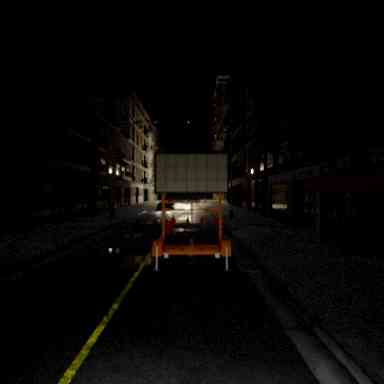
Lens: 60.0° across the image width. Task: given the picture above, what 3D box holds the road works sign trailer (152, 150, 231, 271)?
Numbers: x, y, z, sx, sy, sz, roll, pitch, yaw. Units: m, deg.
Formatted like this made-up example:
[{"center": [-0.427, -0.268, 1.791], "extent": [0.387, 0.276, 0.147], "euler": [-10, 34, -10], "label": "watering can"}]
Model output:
[{"center": [-0.005, 0.449, 10.824], "extent": [2.380, 3.560, 2.880], "euler": [0, 0, 0], "label": "road works sign trailer"}]

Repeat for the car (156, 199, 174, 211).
[{"center": [-3.138, 1.515, 39.835], "extent": [2.033, 1.411, 5.357], "euler": [0, 0, 0], "label": "car"}]
